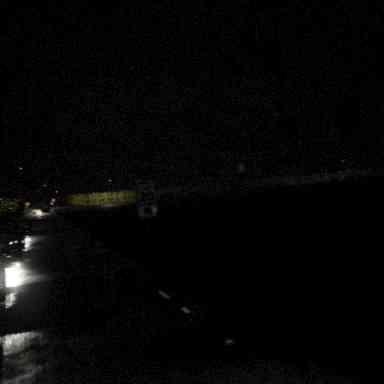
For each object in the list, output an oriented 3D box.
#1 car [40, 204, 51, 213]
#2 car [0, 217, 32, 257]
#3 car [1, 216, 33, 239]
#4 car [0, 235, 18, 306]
[{"bbox_3d":[-33.722,4.109,76.931,2.033,1.411,5.357,-4,0,-25],"label":"car"},{"bbox_3d":[-9.138,2.294,16.047,2.128,1.511,4.902,-4,0,-24],"label":"car"},{"bbox_3d":[-14.019,2.788,26.825,1.994,1.385,4.181,-4,0,-24],"label":"car"},{"bbox_3d":[-4.820,1.964,6.549,2.033,1.411,5.357,-4,0,-25],"label":"car"}]
